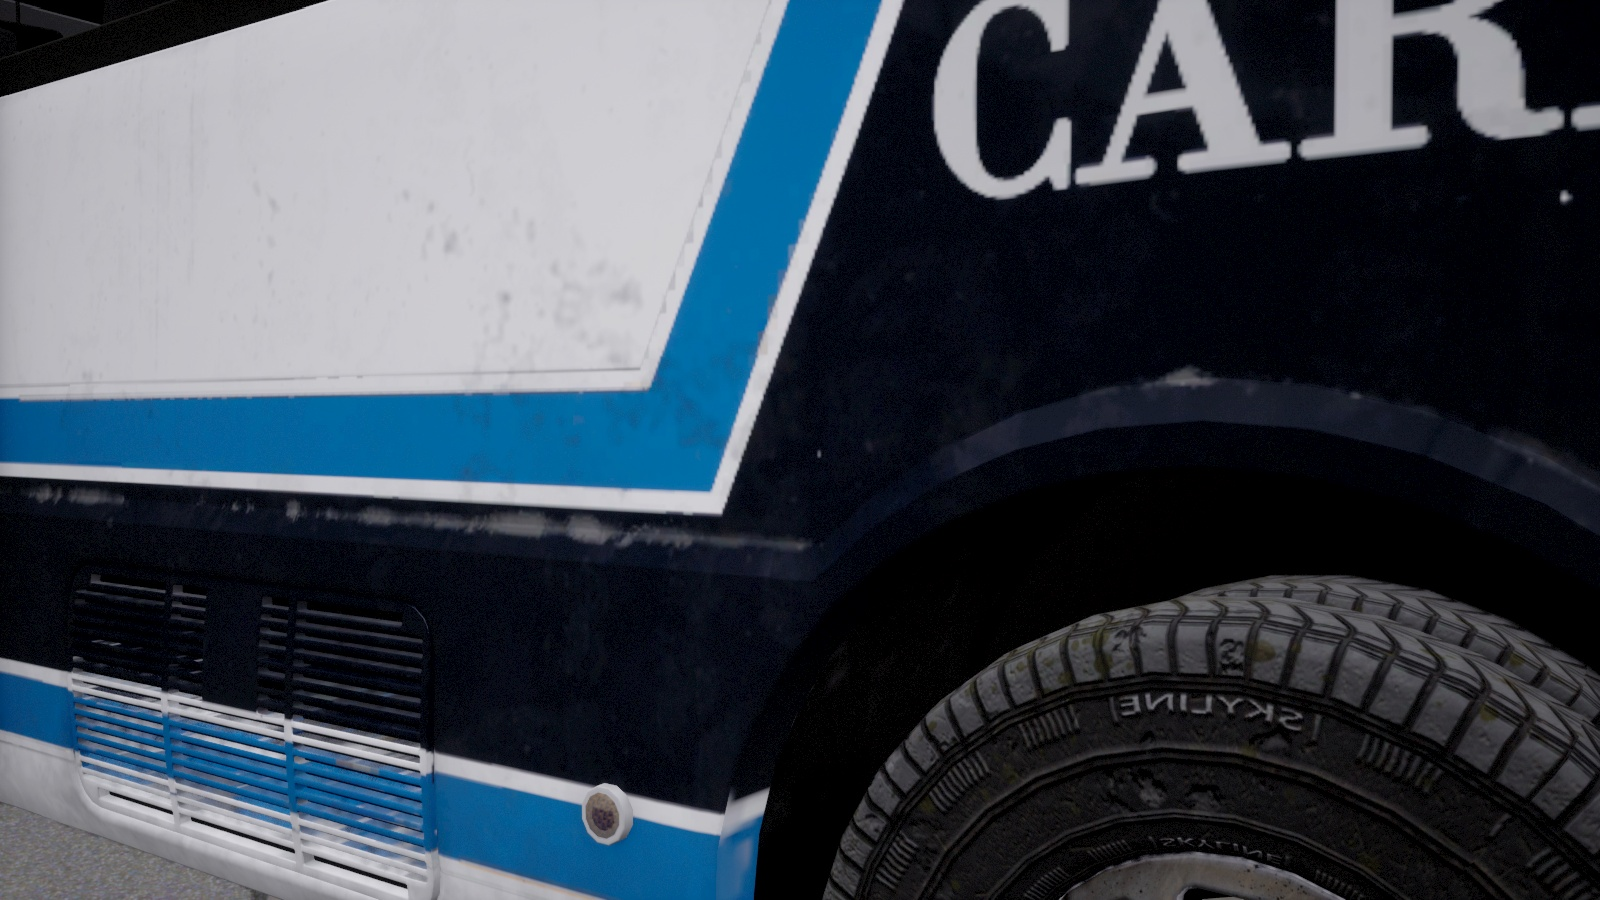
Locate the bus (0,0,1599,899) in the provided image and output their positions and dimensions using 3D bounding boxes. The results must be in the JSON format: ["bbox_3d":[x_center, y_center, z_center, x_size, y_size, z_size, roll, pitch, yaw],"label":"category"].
[{"bbox_3d":[-0.868,-0.689,4.212,10.273,4.253,3.944,0,1,33],"label":"bus"}]
